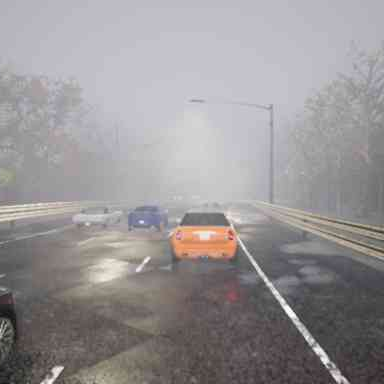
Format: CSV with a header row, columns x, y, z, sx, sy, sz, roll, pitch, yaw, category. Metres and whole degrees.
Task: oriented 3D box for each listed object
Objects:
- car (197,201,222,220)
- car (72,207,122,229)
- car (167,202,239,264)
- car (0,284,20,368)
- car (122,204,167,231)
x,y,z,sx,sy,sz,roll,pitch,yaw,category
1.714,1.594,30.446,2.033,1.411,5.357,0,0,6,car
-6.027,1.609,21.918,1.895,1.301,4.718,0,0,4,car
0.447,1.371,12.130,2.097,1.767,4.553,0,0,2,car
-3.327,1.489,2.704,2.128,1.511,4.902,0,0,1,car
-2.596,1.496,20.684,1.882,1.535,5.008,0,0,4,car
